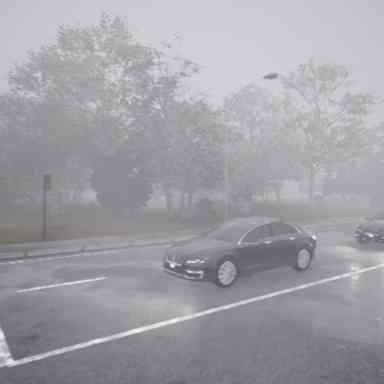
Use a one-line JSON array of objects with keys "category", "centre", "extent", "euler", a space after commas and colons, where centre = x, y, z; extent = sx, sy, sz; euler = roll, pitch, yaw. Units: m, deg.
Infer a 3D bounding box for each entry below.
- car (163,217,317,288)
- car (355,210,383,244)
[{"category": "car", "centre": [1.516, 1.506, 9.347], "extent": [4.892, 1.490, 1.837], "euler": [0, 0, -35]}, {"category": "car", "centre": [9.170, 1.506, 14.748], "extent": [4.892, 1.490, 1.837], "euler": [0, 0, -35]}]
